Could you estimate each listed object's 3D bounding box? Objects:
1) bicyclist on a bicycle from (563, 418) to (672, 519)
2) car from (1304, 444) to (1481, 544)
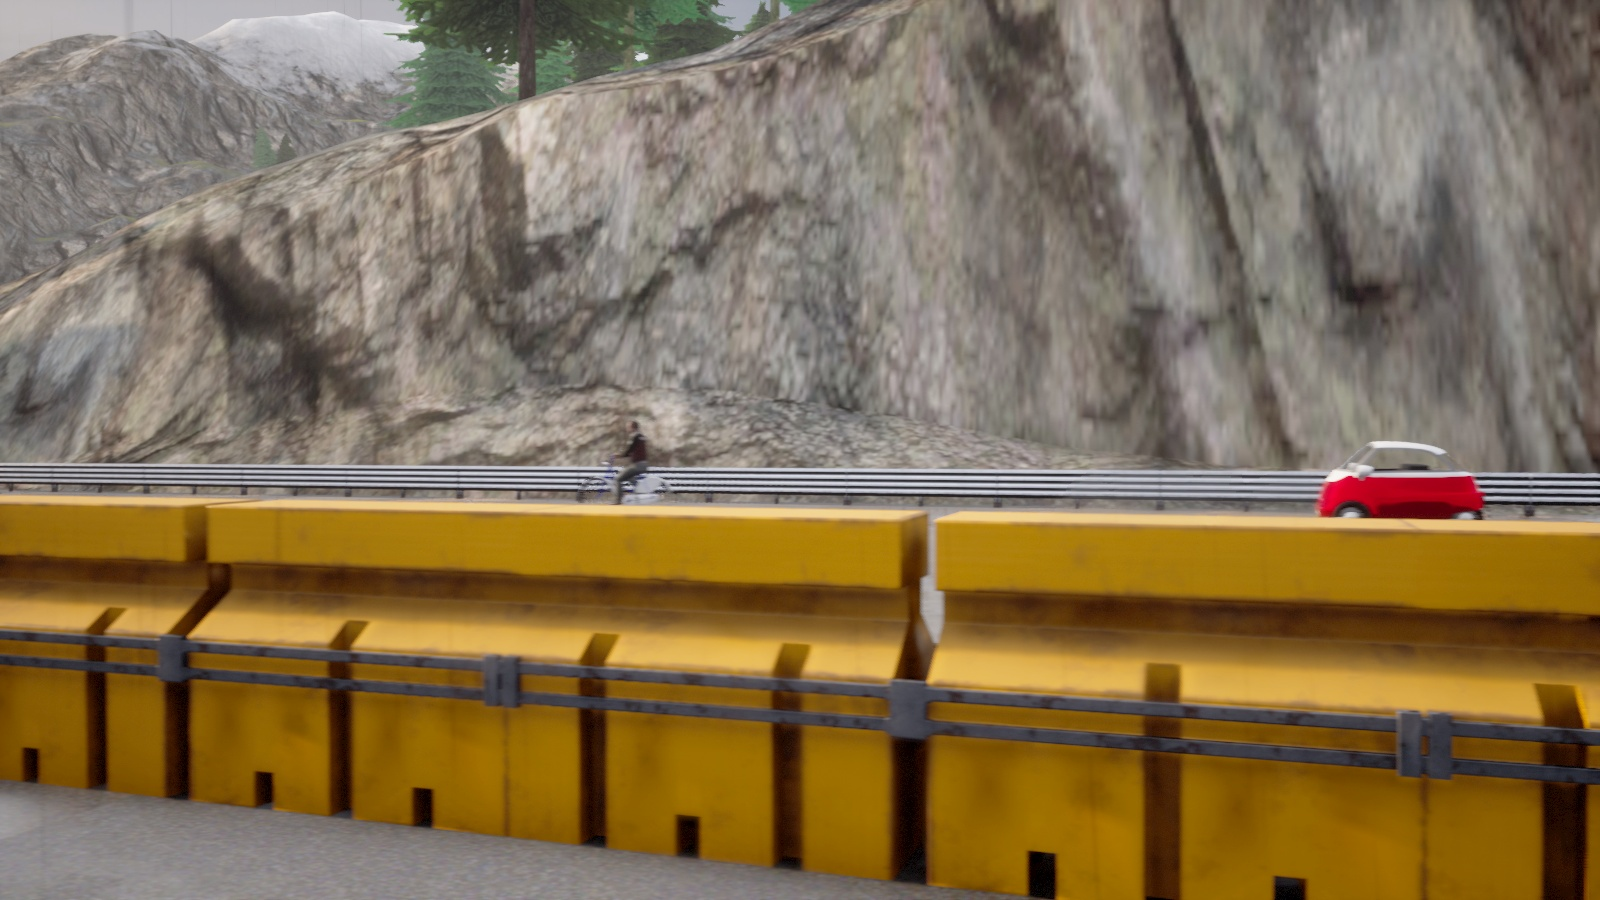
[{"bbox_3d":[-3.306,0.320,22.767,1.843,1.776,0.659,1,1,19],"label":"bicyclist on a bicycle"},{"bbox_3d":[8.755,0.614,18.711,2.207,1.376,1.481,1,1,19],"label":"car"}]
